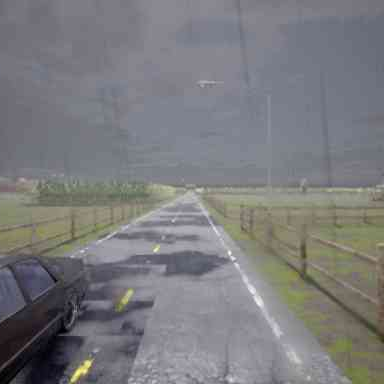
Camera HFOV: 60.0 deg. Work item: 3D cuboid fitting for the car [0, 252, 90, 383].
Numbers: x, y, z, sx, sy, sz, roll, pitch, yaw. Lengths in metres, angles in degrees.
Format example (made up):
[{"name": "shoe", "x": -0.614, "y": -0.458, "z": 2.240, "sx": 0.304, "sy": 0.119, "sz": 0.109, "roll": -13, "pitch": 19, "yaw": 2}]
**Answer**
[{"name": "car", "x": -2.829, "y": 1.540, "z": 3.987, "sx": 2.033, "sy": 1.411, "sz": 5.357, "roll": 0, "pitch": 0, "yaw": 0}]
